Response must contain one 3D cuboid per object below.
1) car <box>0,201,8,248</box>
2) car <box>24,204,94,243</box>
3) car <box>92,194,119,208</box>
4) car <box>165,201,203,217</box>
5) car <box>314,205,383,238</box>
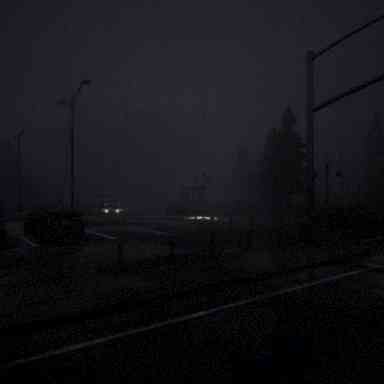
[{"bbox_3d":[-8.901,1.330,13.414,2.152,1.636,5.027,0,0,-36],"label":"car"},{"bbox_3d":[-6.392,1.337,15.297,2.007,1.523,4.514,0,0,-36],"label":"car"},{"bbox_3d":[-12.398,1.250,47.291,2.150,2.045,5.566,0,0,-36],"label":"car"},{"bbox_3d":[-0.776,1.552,31.425,1.994,1.385,4.181,0,0,-36],"label":"car"},{"bbox_3d":[8.937,1.481,17.768,2.128,1.511,4.902,0,0,-32],"label":"car"}]
